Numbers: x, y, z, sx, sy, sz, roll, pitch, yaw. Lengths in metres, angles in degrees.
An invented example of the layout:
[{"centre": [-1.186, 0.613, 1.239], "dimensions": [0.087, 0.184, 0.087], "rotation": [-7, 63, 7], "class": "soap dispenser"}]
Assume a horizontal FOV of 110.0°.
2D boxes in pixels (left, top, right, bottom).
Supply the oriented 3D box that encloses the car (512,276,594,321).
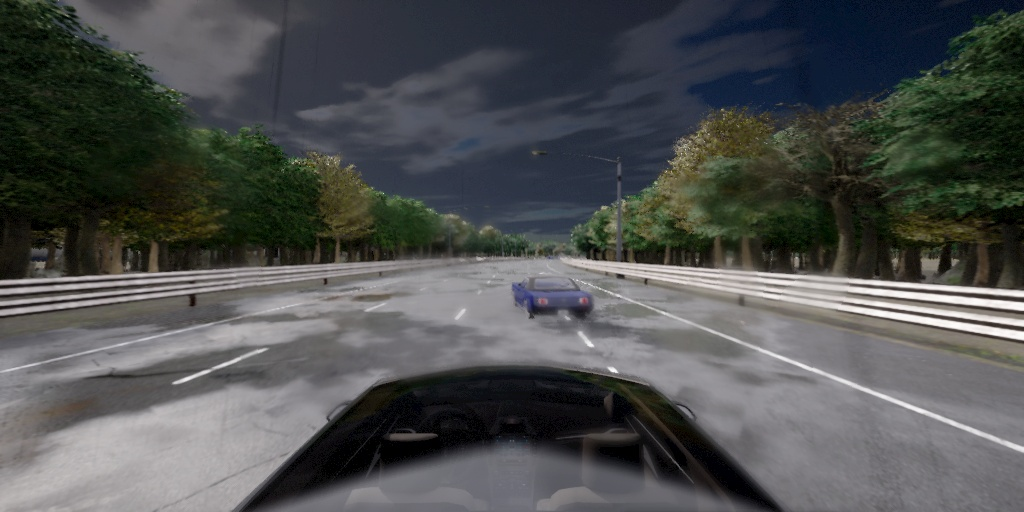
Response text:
[{"centre": [1.169, 1.327, 12.474], "dimensions": [1.895, 1.301, 4.718], "rotation": [0, 0, -8], "class": "car"}]
